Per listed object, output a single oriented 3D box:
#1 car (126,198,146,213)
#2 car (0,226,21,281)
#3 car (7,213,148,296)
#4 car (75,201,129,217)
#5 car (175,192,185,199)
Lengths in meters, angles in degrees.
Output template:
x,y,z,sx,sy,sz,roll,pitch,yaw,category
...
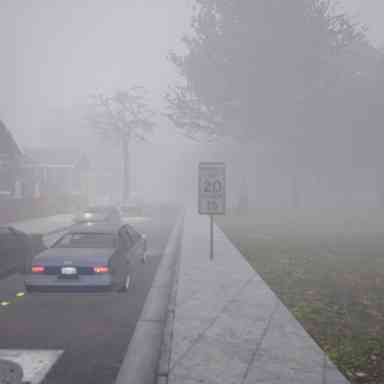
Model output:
x,y,z,sx,sy,sz,roll,pitch,yaw,category
-5.480,1.340,31.381,1.882,1.535,5.008,0,0,-1,car
-5.174,1.496,7.535,2.033,1.411,5.357,0,0,-1,car
-2.340,1.511,8.732,2.033,1.411,5.357,0,0,-1,car
-5.332,1.453,19.288,2.033,1.411,5.357,0,0,-1,car
-3.472,0.932,92.678,2.150,2.045,5.566,0,0,-1,car
